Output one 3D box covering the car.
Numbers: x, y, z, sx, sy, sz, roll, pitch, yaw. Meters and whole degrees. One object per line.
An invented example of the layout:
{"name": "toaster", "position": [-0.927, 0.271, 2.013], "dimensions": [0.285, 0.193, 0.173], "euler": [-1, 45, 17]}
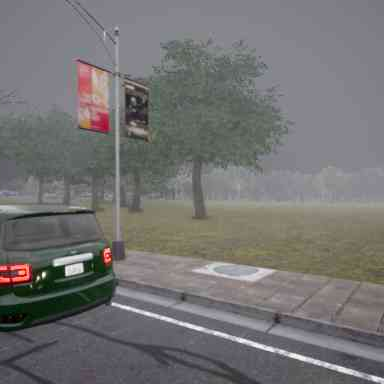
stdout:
{"name": "car", "position": [-3.889, 1.233, 6.414], "dimensions": [5.566, 2.045, 2.150], "euler": [0, 0, 36]}
